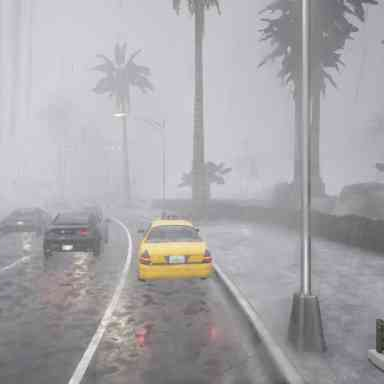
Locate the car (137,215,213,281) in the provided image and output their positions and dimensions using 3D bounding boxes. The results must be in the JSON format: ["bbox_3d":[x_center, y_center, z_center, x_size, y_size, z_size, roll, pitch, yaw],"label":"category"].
[{"bbox_3d":[-0.649,1.456,9.853,1.801,1.575,5.366,0,0,-7],"label":"car"}]

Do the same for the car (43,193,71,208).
[{"bbox_3d":[-17.251,1.337,42.029,2.097,1.767,4.553,0,0,-40],"label":"car"}]

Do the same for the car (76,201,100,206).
[{"bbox_3d":[-8.714,1.518,27.895,1.812,1.442,4.674,0,0,-22],"label":"car"}]

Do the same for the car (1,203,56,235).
[{"bbox_3d":[-9.225,1.556,18.812,1.994,1.385,4.181,0,0,-15],"label":"car"}]

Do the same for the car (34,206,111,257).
[{"bbox_3d":[-4.362,1.502,12.951,1.837,1.490,4.892,0,0,-10],"label":"car"}]
